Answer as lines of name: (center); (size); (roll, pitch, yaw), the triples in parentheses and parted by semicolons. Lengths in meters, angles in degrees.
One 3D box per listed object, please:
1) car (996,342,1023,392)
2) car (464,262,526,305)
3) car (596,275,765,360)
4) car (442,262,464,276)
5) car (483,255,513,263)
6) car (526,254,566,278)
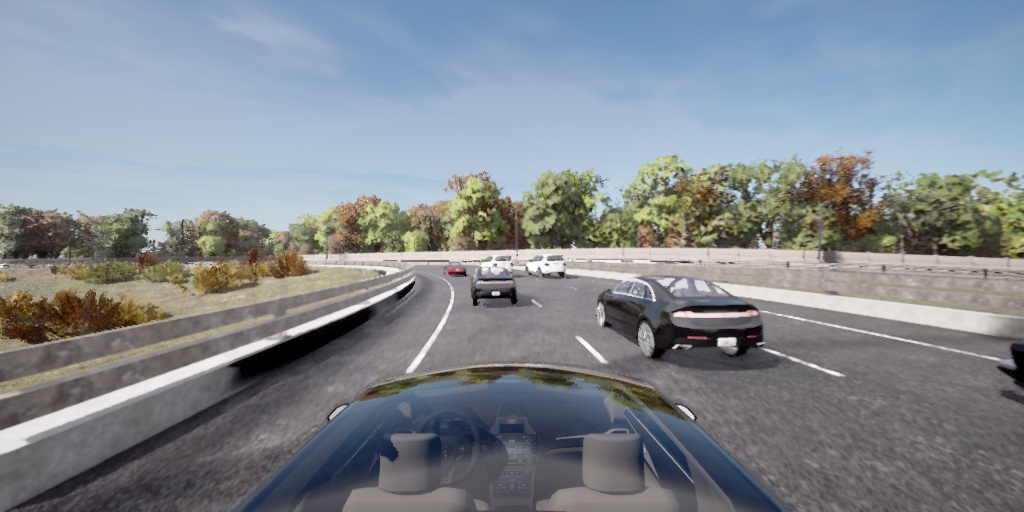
car: (6.989, 1.245, 2.277); (1.895, 1.301, 4.718); (-1, 0, 0)
car: (-0.935, 1.225, 16.043); (2.128, 1.511, 4.902); (-1, 0, -8)
car: (3.346, 1.177, 8.210); (2.128, 1.511, 4.902); (-1, 0, -3)
car: (-5.981, 1.328, 37.068); (1.994, 1.385, 4.181); (-1, 0, -19)
car: (-1.496, 0.923, 34.909); (2.150, 2.045, 5.566); (-1, 0, -18)
car: (2.943, 0.862, 32.160); (2.150, 2.045, 5.566); (-1, 0, -16)
